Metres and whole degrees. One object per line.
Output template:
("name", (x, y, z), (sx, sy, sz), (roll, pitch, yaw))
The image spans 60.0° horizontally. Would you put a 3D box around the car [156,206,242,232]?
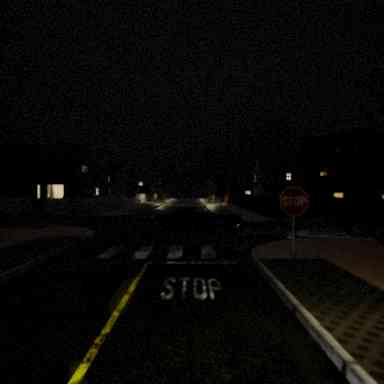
("car", (0.434, 1.488, 18.982), (4.718, 1.301, 1.895), (0, 0, 19))
